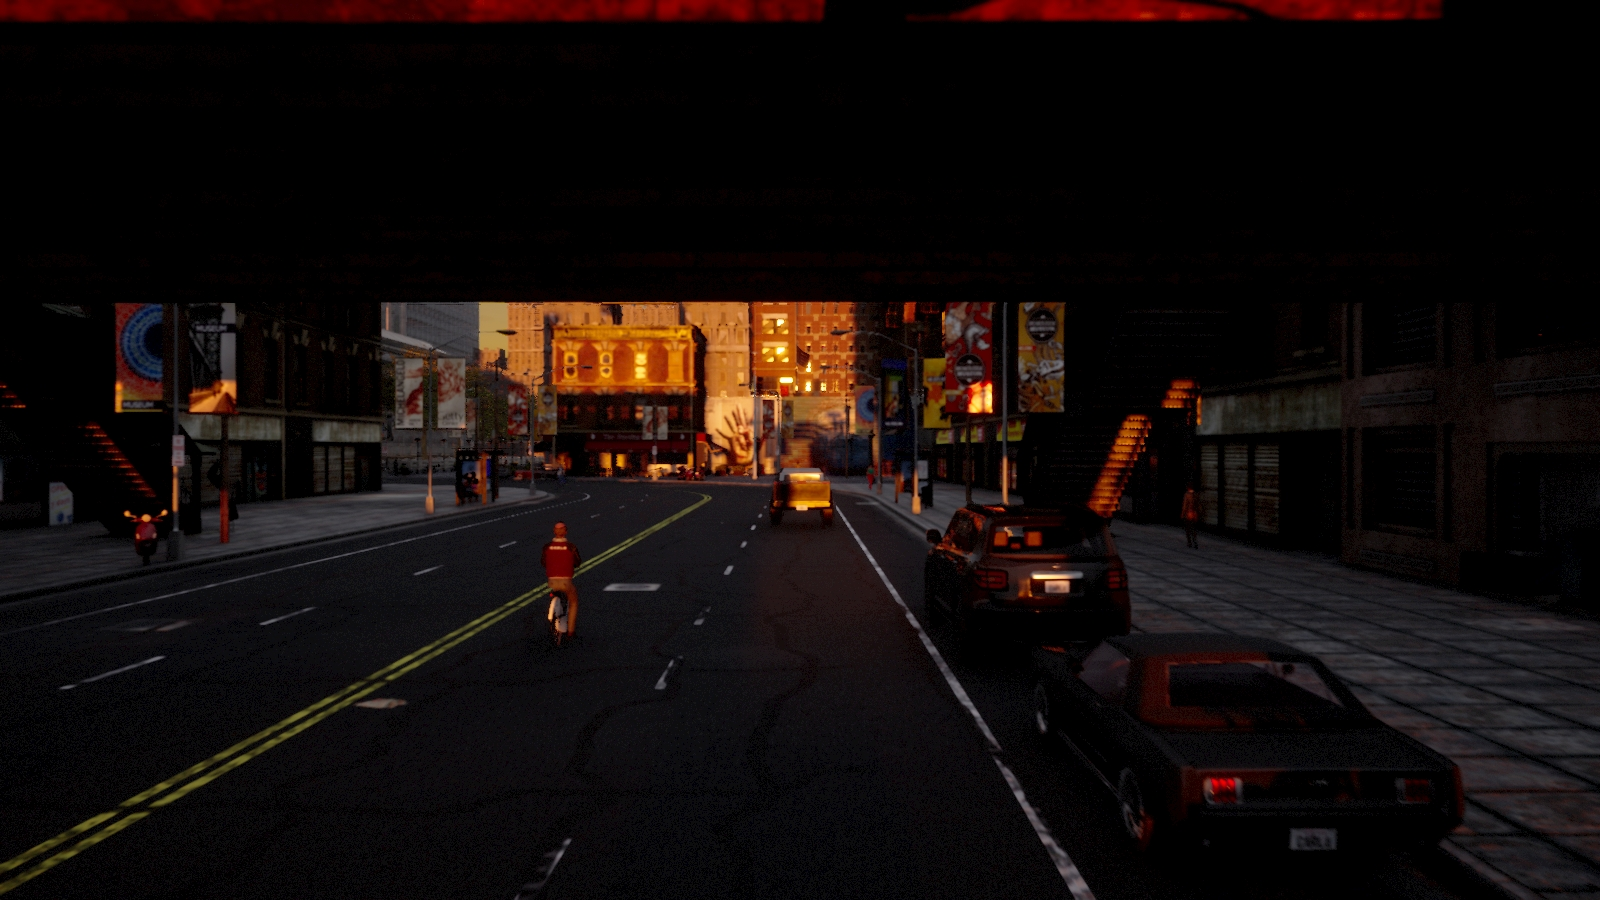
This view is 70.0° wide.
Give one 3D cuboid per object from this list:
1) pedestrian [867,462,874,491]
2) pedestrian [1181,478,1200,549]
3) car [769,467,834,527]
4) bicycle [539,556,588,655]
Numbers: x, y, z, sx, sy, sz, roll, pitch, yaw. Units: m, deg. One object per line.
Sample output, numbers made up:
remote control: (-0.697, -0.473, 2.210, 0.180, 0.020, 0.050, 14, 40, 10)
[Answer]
pedestrian: (4.519, 1.697, 73.685, 0.375, 1.860, 0.375, 0, 0, -12)
pedestrian: (10.438, 1.696, 30.552, 0.375, 1.860, 0.375, 0, 0, 1)
car: (0.058, 1.754, 44.900, 2.390, 2.098, 6.274, 0, 0, 0)
bicycle: (-3.406, 2.210, 16.548, 0.329, 1.171, 1.835, 0, 0, 0)
